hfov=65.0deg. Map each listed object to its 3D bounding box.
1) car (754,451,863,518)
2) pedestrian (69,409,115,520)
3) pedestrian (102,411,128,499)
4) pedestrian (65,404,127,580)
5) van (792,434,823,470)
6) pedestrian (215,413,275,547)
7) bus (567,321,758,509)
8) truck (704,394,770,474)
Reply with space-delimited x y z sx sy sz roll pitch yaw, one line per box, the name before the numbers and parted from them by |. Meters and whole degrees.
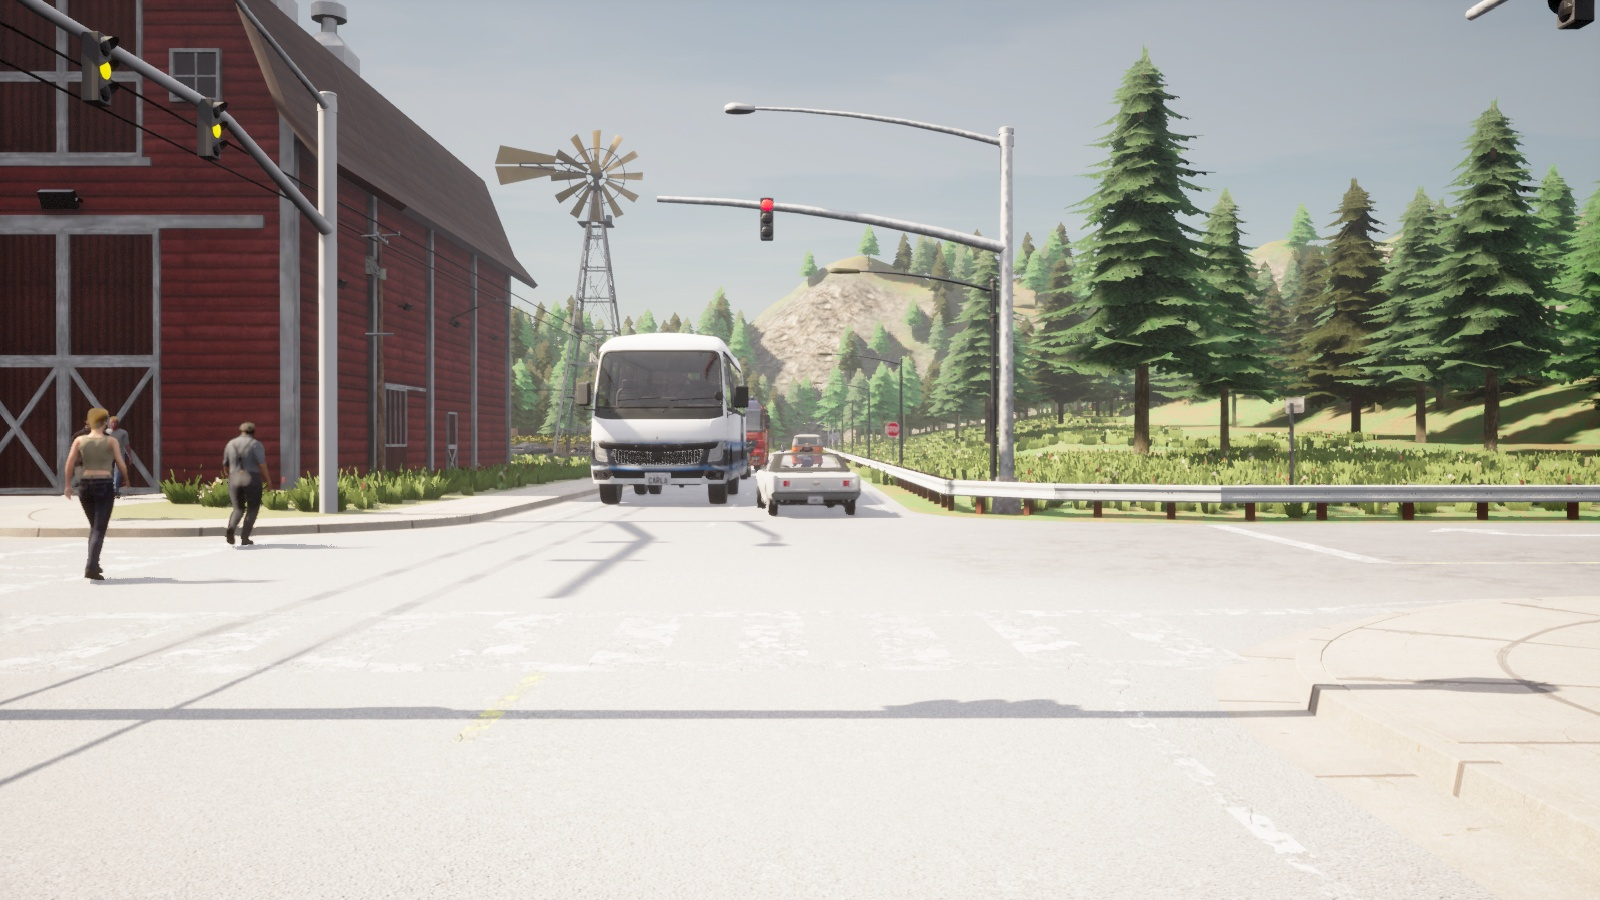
car | 0.090 0.693 27.385 1.895 1.301 4.718 0 0 -6
pedestrian | -12.093 0.235 21.429 0.634 1.844 0.899 0 0 -32
pedestrian | -14.538 0.096 26.661 0.354 1.836 0.706 0 0 -19
pedestrian | -7.506 0.440 13.403 0.345 1.836 0.594 0 0 -3
van | 0.433 0.090 72.540 1.775 1.987 4.442 0 0 0
pedestrian | -7.836 0.415 17.741 0.540 1.848 0.694 0 0 -1
bus | -3.290 -0.823 33.683 3.944 4.253 10.273 0 0 0
truck | -3.115 -0.782 64.074 2.891 3.827 8.468 0 0 0
